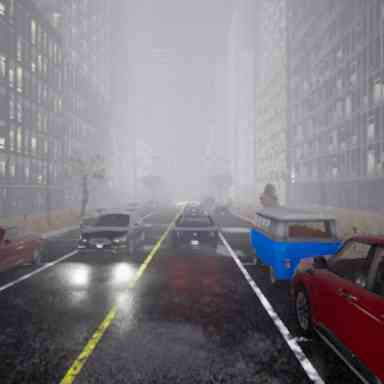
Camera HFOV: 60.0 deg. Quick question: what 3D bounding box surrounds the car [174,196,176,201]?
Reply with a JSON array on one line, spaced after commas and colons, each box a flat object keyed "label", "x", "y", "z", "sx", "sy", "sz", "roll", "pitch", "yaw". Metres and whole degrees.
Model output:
[{"label": "car", "x": -5.549, "y": 1.931, "z": 83.255, "sx": 2.008, "sy": 1.369, "sz": 4.403, "roll": 0, "pitch": 0, "yaw": 0}]

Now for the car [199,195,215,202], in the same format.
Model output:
[{"label": "car", "x": 2.777, "y": 1.571, "z": 54.823, "sx": 2.192, "sy": 1.841, "sz": 5.009, "roll": -1, "pitch": 0, "yaw": 0}]

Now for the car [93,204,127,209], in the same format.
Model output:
[{"label": "car", "x": -5.663, "y": 1.646, "z": 20.736, "sx": 2.008, "sy": 1.369, "sz": 4.403, "roll": -1, "pitch": 0, "yaw": 0}]

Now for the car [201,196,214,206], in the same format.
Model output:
[{"label": "car", "x": 2.788, "y": 1.597, "z": 60.507, "sx": 2.192, "sy": 1.841, "sz": 5.009, "roll": -1, "pitch": 0, "yaw": 0}]

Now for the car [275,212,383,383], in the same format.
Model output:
[{"label": "car", "x": 2.685, "y": 1.334, "z": 3.671, "sx": 2.192, "sy": 1.841, "sz": 5.009, "roll": -1, "pitch": 0, "yaw": 0}]

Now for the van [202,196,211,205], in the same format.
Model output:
[{"label": "van", "x": 2.799, "y": 1.649, "z": 66.190, "sx": 1.690, "sy": 1.788, "sz": 3.998, "roll": -1, "pitch": 0, "yaw": 0}]

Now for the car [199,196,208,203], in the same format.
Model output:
[{"label": "car", "x": 2.830, "y": 1.824, "z": 83.240, "sx": 1.967, "sy": 1.590, "sz": 4.097, "roll": -1, "pitch": 0, "yaw": 0}]

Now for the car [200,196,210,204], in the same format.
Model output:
[{"label": "car", "x": 2.810, "y": 1.773, "z": 71.873, "sx": 1.967, "sy": 1.590, "sz": 4.097, "roll": -1, "pitch": 0, "yaw": 0}]

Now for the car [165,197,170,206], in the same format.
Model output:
[{"label": "car", "x": -5.591, "y": 1.803, "z": 60.351, "sx": 1.752, "sy": 1.417, "sz": 4.829, "roll": -1, "pitch": 0, "yaw": 0}]

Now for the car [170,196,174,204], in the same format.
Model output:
[{"label": "car", "x": -5.570, "y": 1.896, "z": 71.888, "sx": 1.947, "sy": 1.339, "sz": 4.313, "roll": 0, "pitch": 0, "yaw": 0}]

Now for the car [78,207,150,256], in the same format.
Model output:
[{"label": "car", "x": -3.072, "y": 1.567, "z": 13.511, "sx": 1.837, "sy": 1.490, "sz": 4.892, "roll": 0, "pitch": 0, "yaw": 0}]

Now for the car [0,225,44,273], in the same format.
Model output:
[{"label": "car", "x": -5.683, "y": 1.624, "z": 9.368, "sx": 1.802, "sy": 1.307, "sz": 4.206, "roll": -1, "pitch": 0, "yaw": 0}]

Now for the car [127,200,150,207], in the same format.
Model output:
[{"label": "car", "x": -5.642, "y": 1.699, "z": 32.102, "sx": 2.008, "sy": 1.369, "sz": 4.403, "roll": -1, "pitch": 0, "yaw": 0}]

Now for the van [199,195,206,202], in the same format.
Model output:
[{"label": "van", "x": 2.839, "y": 1.750, "z": 88.924, "sx": 1.690, "sy": 1.788, "sz": 3.998, "roll": -1, "pitch": 0, "yaw": 0}]

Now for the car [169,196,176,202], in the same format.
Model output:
[{"label": "car", "x": -5.529, "y": 1.871, "z": 94.623, "sx": 1.967, "sy": 1.590, "sz": 4.097, "roll": 0, "pitch": 0, "yaw": 0}]

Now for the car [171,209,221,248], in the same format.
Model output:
[{"label": "car", "x": 0.126, "y": 1.672, "z": 15.056, "sx": 1.895, "sy": 1.301, "sz": 4.718, "roll": 0, "pitch": 0, "yaw": 0}]

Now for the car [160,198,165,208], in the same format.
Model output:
[{"label": "car", "x": -5.612, "y": 1.666, "z": 49.154, "sx": 1.967, "sy": 1.590, "sz": 4.097, "roll": -1, "pitch": 0, "yaw": 0}]

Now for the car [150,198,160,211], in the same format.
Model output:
[{"label": "car", "x": -5.621, "y": 1.782, "z": 43.469, "sx": 1.802, "sy": 1.307, "sz": 4.206, "roll": -1, "pitch": 0, "yaw": 0}]

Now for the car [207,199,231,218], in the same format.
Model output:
[{"label": "car", "x": 2.739, "y": 1.702, "z": 32.087, "sx": 2.008, "sy": 1.369, "sz": 4.403, "roll": -1, "pitch": 0, "yaw": 0}]

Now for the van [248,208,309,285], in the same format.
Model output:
[{"label": "van", "x": 2.696, "y": 1.387, "z": 9.354, "sx": 1.690, "sy": 1.788, "sz": 3.998, "roll": -1, "pitch": 0, "yaw": 0}]

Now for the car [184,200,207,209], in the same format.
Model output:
[{"label": "car", "x": 0.159, "y": 1.751, "z": 32.053, "sx": 1.895, "sy": 1.301, "sz": 4.718, "roll": 0, "pitch": 0, "yaw": 0}]
